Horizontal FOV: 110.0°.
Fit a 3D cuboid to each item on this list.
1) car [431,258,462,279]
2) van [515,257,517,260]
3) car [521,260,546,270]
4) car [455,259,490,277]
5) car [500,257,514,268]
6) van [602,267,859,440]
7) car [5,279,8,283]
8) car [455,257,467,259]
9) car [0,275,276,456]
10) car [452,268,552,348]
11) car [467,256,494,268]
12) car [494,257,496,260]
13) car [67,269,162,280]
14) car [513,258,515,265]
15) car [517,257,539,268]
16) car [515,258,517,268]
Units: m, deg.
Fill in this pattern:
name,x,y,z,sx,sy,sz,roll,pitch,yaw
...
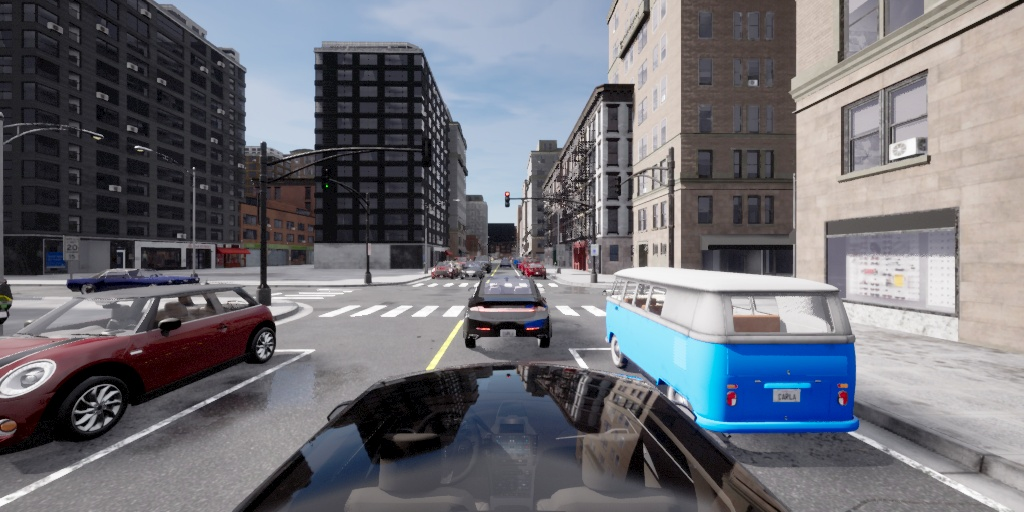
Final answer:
name,x,y,z,sx,sy,sz,roll,pitch,yaw
car,-5.947,1.190,31.990,1.967,1.591,4.097,0,0,-1
van,1.668,1.089,53.776,1.690,1.789,3.998,0,0,-1
car,2.077,1.295,32.141,1.888,1.381,4.507,0,0,-1
car,-3.395,1.242,31.638,2.128,1.511,4.902,0,0,-1
car,-1.131,1.309,62.301,1.994,1.385,4.181,0,0,-1
van,2.584,1.091,5.265,1.690,1.789,3.998,0,0,-1
car,-27.473,1.155,16.927,5.357,1.411,2.033,0,0,-1
car,-6.151,1.065,42.806,2.192,1.841,5.009,0,0,-1
car,-5.440,1.190,5.114,1.967,1.591,4.097,0,0,-1
car,-0.126,1.242,9.200,2.128,1.511,4.902,0,0,-1
car,-3.586,0.972,41.801,2.150,2.045,5.566,0,0,0
car,-3.782,1.296,52.203,2.033,1.411,5.357,0,0,-1
car,-17.814,1.263,17.114,4.718,1.301,1.895,0,0,-1
car,1.566,1.312,59.184,1.948,1.339,4.313,0,0,-1
car,1.975,1.065,37.549,2.192,1.841,5.009,0,0,-1
car,1.770,1.294,48.367,1.888,1.381,4.507,0,0,-1
